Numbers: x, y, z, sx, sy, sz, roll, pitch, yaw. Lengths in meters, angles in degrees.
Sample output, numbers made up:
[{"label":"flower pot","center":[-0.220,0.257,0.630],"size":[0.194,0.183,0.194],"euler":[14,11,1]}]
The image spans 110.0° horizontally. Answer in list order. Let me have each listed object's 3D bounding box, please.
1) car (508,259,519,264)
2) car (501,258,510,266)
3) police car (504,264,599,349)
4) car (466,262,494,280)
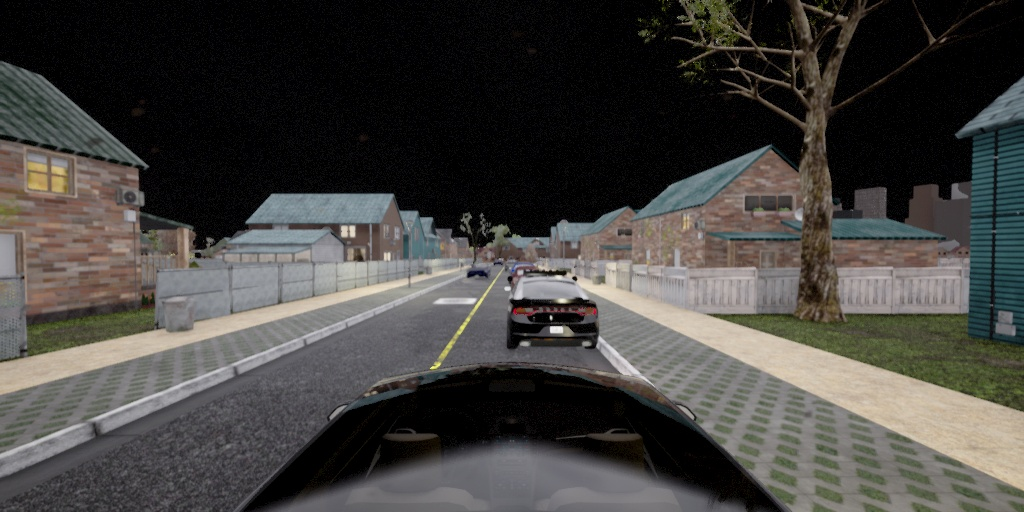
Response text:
[{"label":"car","center":[0.823,1.215,25.131],"size":[1.882,1.535,5.008],"euler":[0,0,0]},{"label":"car","center":[0.031,1.250,47.617],"size":[2.128,1.511,4.902],"euler":[0,0,0]},{"label":"police car","center":[0.826,1.166,9.238],"size":[1.930,1.638,5.238],"euler":[0,0,0]},{"label":"car","center":[-2.852,1.341,31.461],"size":[1.895,1.301,4.718],"euler":[0,0,0]}]
